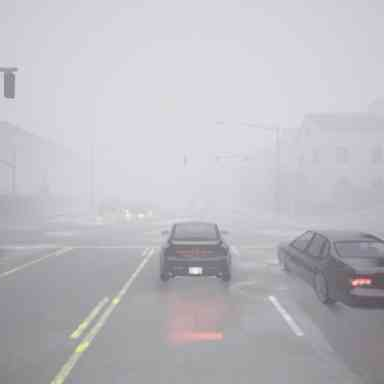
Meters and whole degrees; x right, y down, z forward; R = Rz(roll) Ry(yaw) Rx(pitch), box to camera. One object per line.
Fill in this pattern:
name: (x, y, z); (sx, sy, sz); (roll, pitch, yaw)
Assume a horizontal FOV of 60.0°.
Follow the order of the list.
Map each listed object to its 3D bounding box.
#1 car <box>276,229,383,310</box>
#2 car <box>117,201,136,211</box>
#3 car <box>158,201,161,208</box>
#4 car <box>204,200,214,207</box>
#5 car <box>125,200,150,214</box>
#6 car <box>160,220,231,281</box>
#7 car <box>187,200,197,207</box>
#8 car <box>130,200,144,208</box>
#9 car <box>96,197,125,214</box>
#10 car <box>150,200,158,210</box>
car: (3.591, 1.647, 8.279); (2.033, 1.411, 5.357); (0, -1, 0)
car: (-10.551, 2.185, 53.673); (2.033, 1.411, 5.357); (0, -1, 0)
car: (-6.996, 2.301, 63.505); (2.033, 1.411, 5.357); (0, -1, 1)
car: (3.545, 2.348, 67.619); (2.033, 1.411, 5.357); (0, -1, 0)
car: (-7.069, 1.996, 43.641); (1.882, 1.535, 5.008); (0, -1, 0)
car: (0.092, 1.628, 10.228); (1.837, 1.490, 4.892); (0, -1, 0)
car: (0.046, 2.350, 67.621); (2.033, 1.411, 5.357); (0, -1, 0)
car: (-10.490, 2.263, 63.865); (1.837, 1.490, 4.892); (0, -1, 0)
car: (-10.570, 1.738, 43.432); (2.150, 2.045, 5.566); (0, -1, 0)
car: (-7.054, 2.135, 53.095); (1.837, 1.490, 4.892); (0, -1, 0)
